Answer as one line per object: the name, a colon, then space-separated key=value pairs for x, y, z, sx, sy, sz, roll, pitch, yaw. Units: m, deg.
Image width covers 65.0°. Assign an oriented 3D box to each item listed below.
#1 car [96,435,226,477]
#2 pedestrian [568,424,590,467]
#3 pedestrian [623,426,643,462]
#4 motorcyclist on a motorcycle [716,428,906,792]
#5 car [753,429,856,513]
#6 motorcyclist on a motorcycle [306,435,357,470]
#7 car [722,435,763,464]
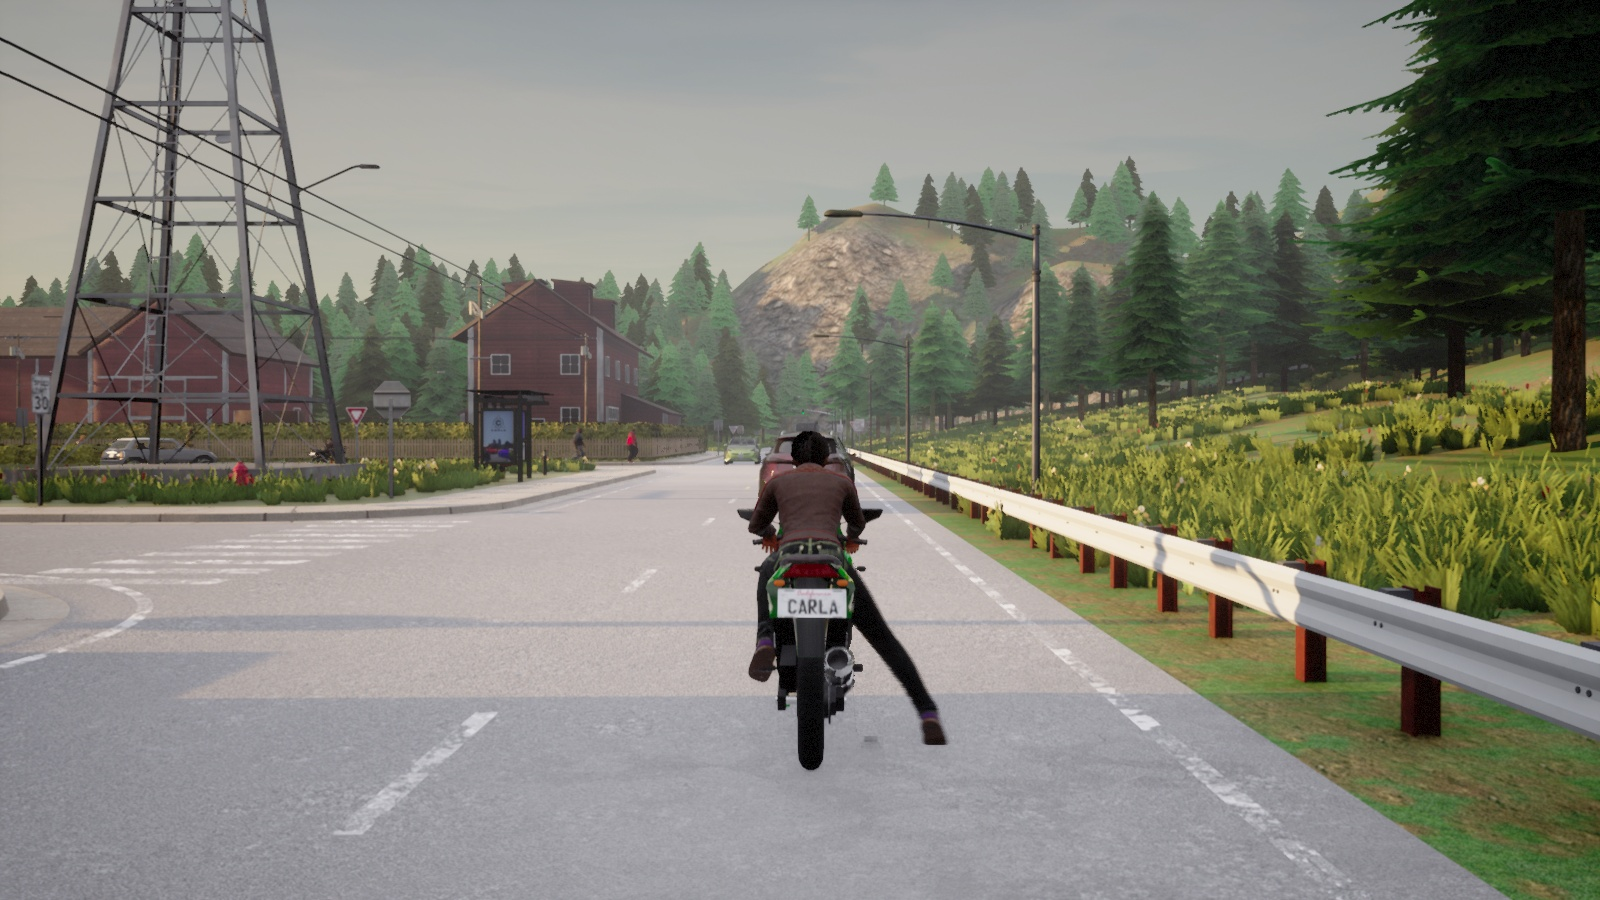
car: x=-23.742 y=0.191 z=46.757 sx=1.970 sy=1.475 sz=3.806 roll=1 pitch=1 yaw=36
pedestrian: x=-9.714 y=-0.199 z=55.180 sx=0.849 sy=1.883 sz=0.563 roll=0 pitch=1 yaw=1
pedestrian: x=-8.692 y=-0.308 z=65.399 sx=0.899 sy=1.844 sz=0.634 roll=0 pitch=1 yaw=13
motorcyclist on a motorcycle: x=0.050 y=0.660 z=6.283 sx=0.797 sy=1.523 sz=2.044 roll=0 pitch=1 yaw=0
car: x=0.199 y=0.385 z=27.124 sx=2.033 sy=1.649 sz=4.856 roll=0 pitch=1 yaw=3
motorcyclist on a motorcycle: x=-21.091 y=0.104 z=56.559 sx=0.797 sy=1.523 sz=2.044 roll=4 pitch=3 yaw=30
car: x=-3.106 y=-0.045 z=68.444 sx=2.007 sy=1.525 sz=4.514 roll=0 pitch=1 yaw=0
